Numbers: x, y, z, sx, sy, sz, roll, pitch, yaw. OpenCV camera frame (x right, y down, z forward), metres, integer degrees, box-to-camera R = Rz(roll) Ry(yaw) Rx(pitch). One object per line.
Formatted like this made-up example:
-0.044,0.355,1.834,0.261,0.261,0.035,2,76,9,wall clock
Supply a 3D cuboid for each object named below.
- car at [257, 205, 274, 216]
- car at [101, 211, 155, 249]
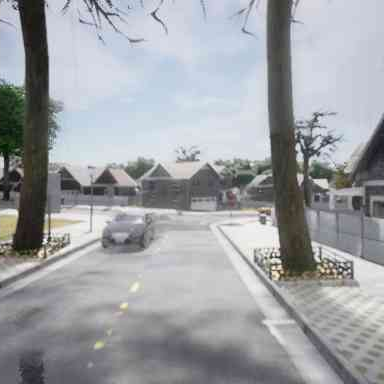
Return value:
11.078,2.505,46.429,5.008,1.535,1.882,2,-1,-43,car
-2.848,1.677,15.652,2.128,1.511,4.902,0,-1,0,car
